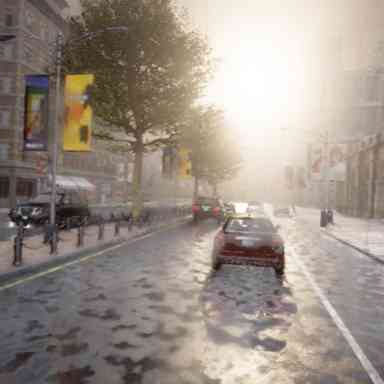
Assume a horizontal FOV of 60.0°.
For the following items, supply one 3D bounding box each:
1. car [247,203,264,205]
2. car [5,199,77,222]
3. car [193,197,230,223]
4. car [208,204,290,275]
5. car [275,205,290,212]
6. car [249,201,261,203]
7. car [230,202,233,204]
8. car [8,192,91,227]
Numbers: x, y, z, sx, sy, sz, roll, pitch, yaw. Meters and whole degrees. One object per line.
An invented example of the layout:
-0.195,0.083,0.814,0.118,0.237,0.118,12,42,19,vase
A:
4.904,1.858,26.220,1.812,1.442,4.674,2,0,11,car
-10.883,1.254,24.482,2.033,1.411,5.357,2,0,11,car
1.547,1.426,27.198,2.150,2.045,5.566,2,-1,11,car
1.974,1.490,11.433,2.097,1.767,4.553,2,0,11,car
11.032,2.249,41.364,1.895,1.301,4.718,2,0,11,car
7.956,1.889,42.017,2.097,1.767,4.553,2,0,11,car
4.699,1.982,43.631,1.994,1.385,4.181,2,0,11,car
-8.169,1.010,20.031,2.150,2.045,5.566,2,0,11,car
